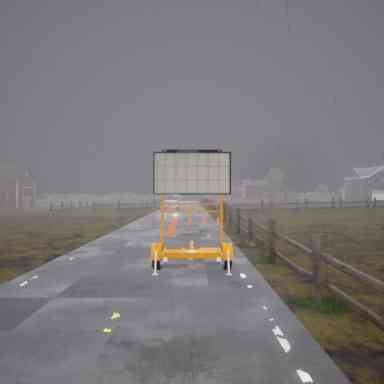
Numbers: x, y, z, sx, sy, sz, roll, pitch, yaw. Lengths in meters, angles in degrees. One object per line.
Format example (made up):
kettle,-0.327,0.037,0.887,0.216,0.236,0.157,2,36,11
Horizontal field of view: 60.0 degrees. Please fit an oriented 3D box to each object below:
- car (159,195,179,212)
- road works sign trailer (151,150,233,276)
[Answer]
car,-2.738,1.396,40.964,2.150,2.045,5.566,0,0,0
road works sign trailer,0.003,0.481,10.425,2.380,3.560,2.880,0,0,0
